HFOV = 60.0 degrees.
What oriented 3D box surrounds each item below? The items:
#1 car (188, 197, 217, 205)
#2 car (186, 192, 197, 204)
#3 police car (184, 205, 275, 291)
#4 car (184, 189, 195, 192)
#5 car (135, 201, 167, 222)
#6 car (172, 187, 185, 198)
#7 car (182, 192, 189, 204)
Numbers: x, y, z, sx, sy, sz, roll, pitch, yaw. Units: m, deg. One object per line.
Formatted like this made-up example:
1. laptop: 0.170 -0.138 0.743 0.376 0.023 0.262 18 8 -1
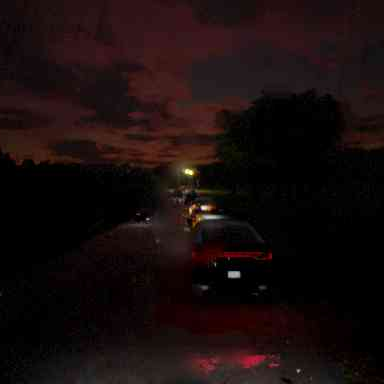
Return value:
1. car: 0.807 1.318 19.119 1.801 1.575 5.366 0 1 0
2. car: 0.801 1.146 24.900 2.097 1.767 4.553 0 1 0
3. police car: 0.816 1.378 9.039 1.930 1.638 5.238 0 0 0
4. car: -0.062 0.402 65.741 2.033 1.411 5.357 0 2 0
5. car: -2.873 1.349 24.336 2.033 1.411 5.357 0 1 0
6. car: -2.843 0.337 66.007 2.128 1.511 4.902 0 2 1
7. car: -0.003 1.028 46.639 1.895 1.301 4.718 0 1 1
